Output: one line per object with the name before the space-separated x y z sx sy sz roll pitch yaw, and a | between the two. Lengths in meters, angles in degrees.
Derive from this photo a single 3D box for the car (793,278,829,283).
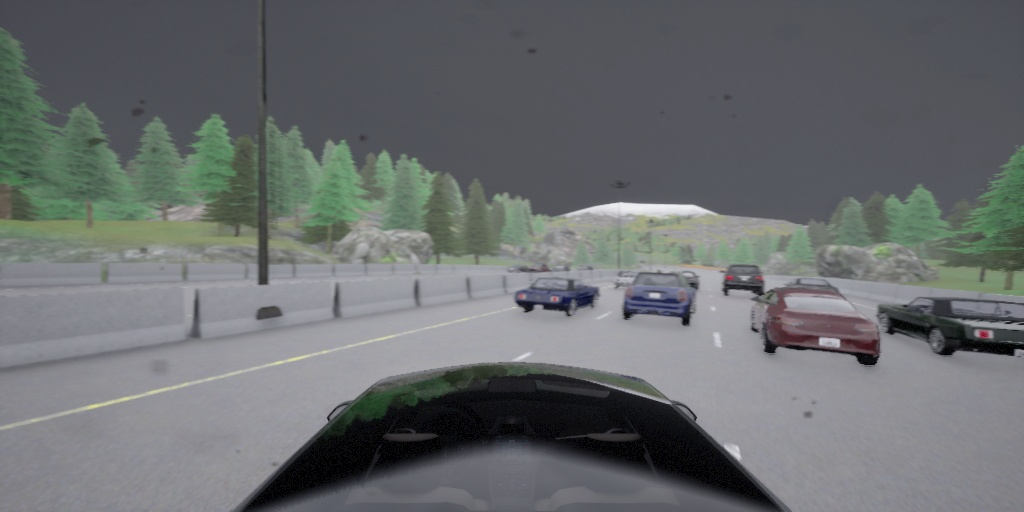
car | 18.372 2.015 22.245 1.895 1.301 4.718 1 -1 29

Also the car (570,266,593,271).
car | 10.496 2.201 52.084 1.837 1.490 4.892 1 -2 29

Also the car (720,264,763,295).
car | 15.448 1.579 24.171 2.150 2.045 5.566 1 -1 29

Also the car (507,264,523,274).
car | 0.960 1.967 56.490 2.128 1.511 4.902 1 -1 29

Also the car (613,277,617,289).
car | 9.147 1.818 27.256 1.895 1.301 4.718 1 -1 29

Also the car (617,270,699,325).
car | 5.541 1.313 13.222 2.097 1.767 4.553 1 -1 29

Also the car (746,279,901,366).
car | 7.058 1.491 8.726 1.812 1.442 4.674 1 0 29

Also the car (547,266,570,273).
car | 7.337 2.149 53.590 1.812 1.442 4.674 1 -2 29

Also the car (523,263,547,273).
car | 4.108 1.899 54.963 2.097 1.767 4.553 1 -1 29

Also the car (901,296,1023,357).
car | 11.199 1.674 8.990 1.895 1.301 4.718 1 -1 29

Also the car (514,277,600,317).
car | 1.968 1.477 13.990 1.895 1.301 4.718 1 -1 29
